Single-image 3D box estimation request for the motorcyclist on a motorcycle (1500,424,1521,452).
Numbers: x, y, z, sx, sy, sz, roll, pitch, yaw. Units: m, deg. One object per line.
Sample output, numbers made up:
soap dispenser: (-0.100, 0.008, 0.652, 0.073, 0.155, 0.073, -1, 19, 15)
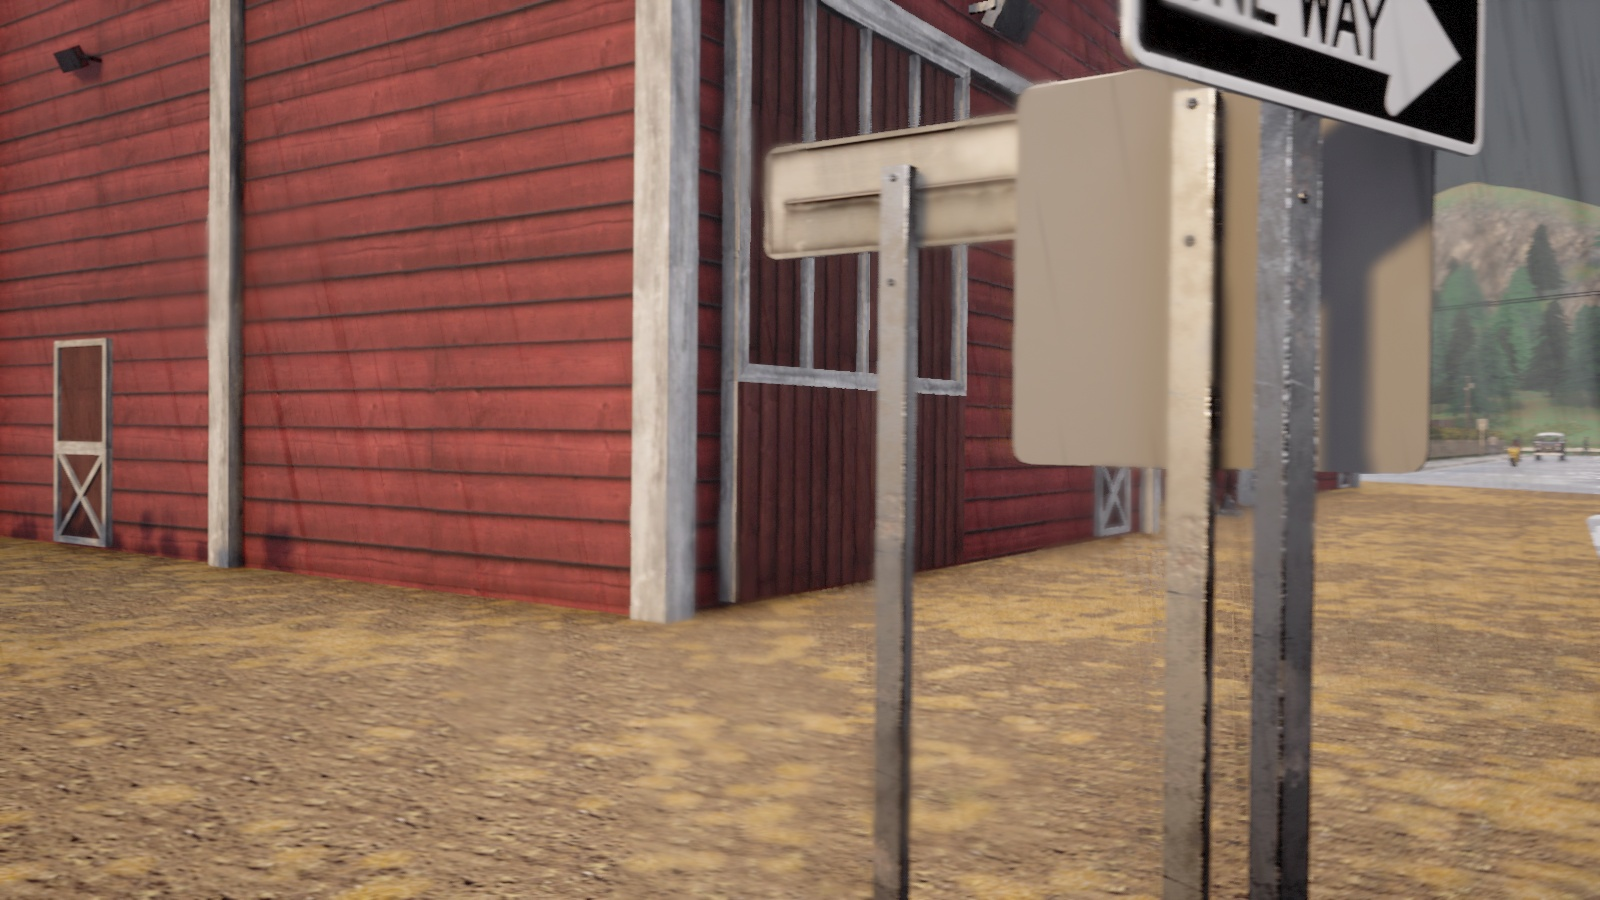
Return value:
motorcyclist on a motorcycle: (38.576, -0.663, 68.173, 0.797, 1.523, 2.044, 0, 1, 34)
